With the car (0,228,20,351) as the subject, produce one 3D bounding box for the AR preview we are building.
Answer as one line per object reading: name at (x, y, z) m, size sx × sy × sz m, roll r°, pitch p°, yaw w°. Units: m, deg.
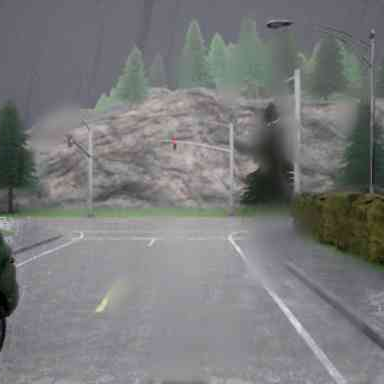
car at (-3.583, 1.209, 2.568) m, size 2.150 × 2.045 × 5.566 m, roll 0°, pitch 0°, yaw 0°
